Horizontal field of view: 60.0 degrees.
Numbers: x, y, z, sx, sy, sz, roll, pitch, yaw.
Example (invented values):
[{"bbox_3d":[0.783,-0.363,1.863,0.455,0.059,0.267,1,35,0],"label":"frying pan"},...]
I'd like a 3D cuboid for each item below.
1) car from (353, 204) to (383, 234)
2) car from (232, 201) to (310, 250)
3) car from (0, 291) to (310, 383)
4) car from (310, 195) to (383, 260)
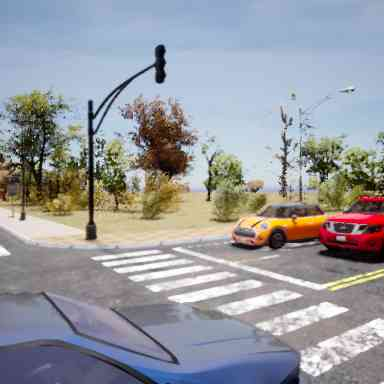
[{"bbox_3d":[11.859,1.457,19.303,5.357,1.411,2.033,0,0,-32],"label":"car"},{"bbox_3d":[3.891,1.299,14.184,4.553,1.767,2.097,0,0,-32],"label":"car"},{"bbox_3d":[-1.497,1.545,2.346,5.357,1.411,2.033,0,0,-35],"label":"car"},{"bbox_3d":[7.219,1.165,12.447,5.566,2.045,2.150,0,0,-33],"label":"car"}]
